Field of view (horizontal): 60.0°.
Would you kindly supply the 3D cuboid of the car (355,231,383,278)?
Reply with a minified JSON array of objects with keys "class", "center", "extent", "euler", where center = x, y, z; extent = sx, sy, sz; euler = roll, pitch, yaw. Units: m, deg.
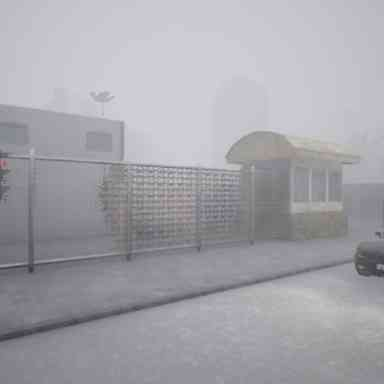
[{"class":"car","center":[6.579,1.562,9.455],"extent":[5.008,1.535,1.882],"euler":[1,0,-36]}]
